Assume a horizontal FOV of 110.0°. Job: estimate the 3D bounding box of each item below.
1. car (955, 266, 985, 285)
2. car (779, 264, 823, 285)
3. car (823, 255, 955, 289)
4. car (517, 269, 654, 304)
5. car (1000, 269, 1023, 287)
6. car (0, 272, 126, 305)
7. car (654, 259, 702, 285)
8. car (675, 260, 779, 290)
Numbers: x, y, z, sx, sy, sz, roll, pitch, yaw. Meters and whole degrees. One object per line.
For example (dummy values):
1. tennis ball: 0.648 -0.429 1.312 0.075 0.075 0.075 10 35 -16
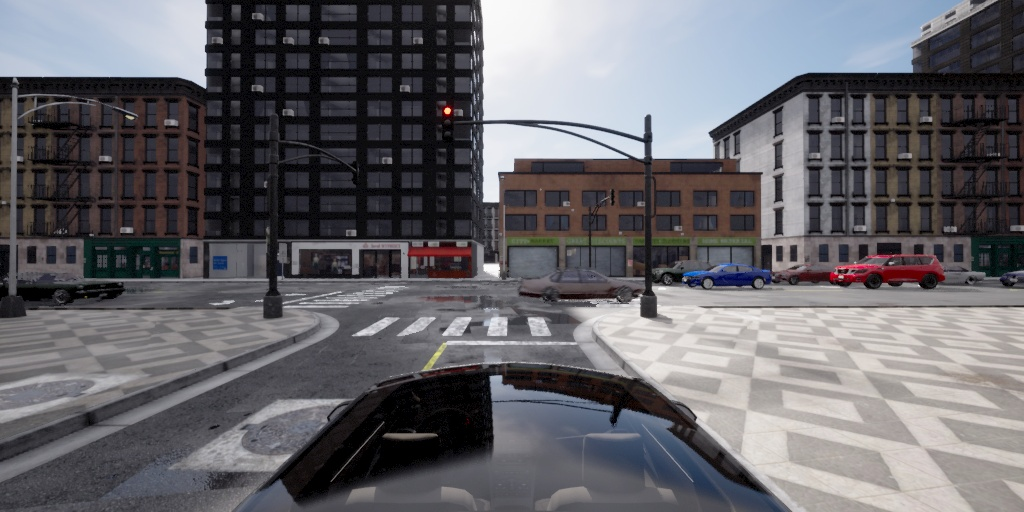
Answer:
1. car: 29.988 1.328 25.340 4.718 1.301 1.895 0 0 0
2. car: 20.784 1.272 25.303 4.674 1.442 1.812 0 0 0
3. car: 23.022 0.936 22.076 5.566 2.045 2.150 0 0 0
4. car: 2.885 1.249 15.304 5.357 1.411 2.033 0 0 0
5. car: 33.246 1.219 22.102 4.674 1.442 1.812 0 0 0
6. car: -19.582 1.346 15.226 4.718 1.301 1.895 0 0 0
7. car: 11.957 1.116 25.289 4.553 1.767 2.097 0 0 0
8. car: 13.096 1.213 22.031 5.008 1.535 1.882 0 0 -2
